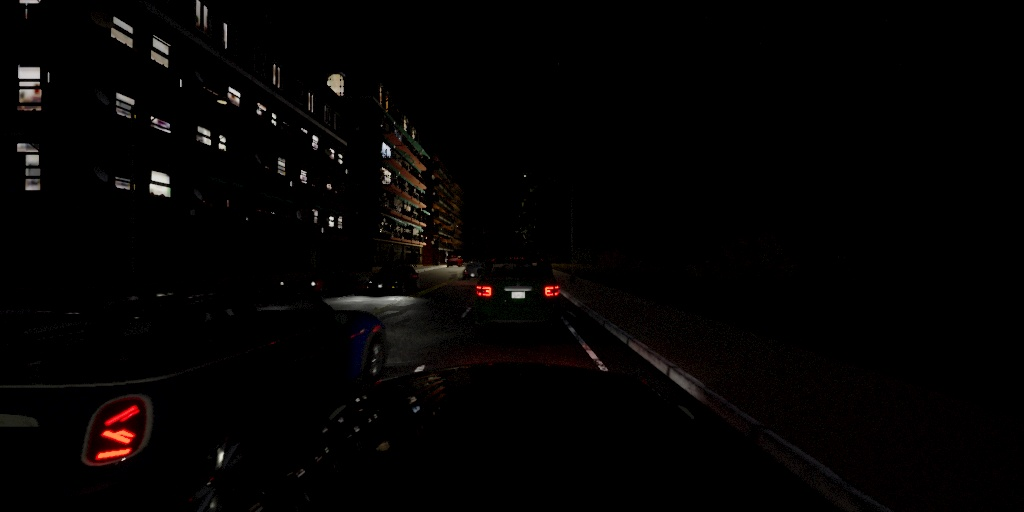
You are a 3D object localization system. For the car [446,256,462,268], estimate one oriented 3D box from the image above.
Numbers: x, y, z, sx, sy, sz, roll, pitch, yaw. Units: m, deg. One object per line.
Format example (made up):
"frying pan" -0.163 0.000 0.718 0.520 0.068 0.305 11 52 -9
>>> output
"car" -9.804 0.977 61.580 2.150 2.045 5.566 0 0 0

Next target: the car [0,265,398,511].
"car" -3.154 1.104 4.223 2.097 1.767 4.553 0 0 0

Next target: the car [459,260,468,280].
"car" -3.140 1.279 31.035 1.812 1.442 4.674 0 0 0

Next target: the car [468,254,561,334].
"car" 0.103 0.973 10.755 2.150 2.045 5.566 0 0 -1

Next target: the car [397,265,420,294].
"car" -6.598 1.258 20.350 1.837 1.490 4.892 0 0 0

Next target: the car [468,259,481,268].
"car" -6.550 1.258 62.926 1.837 1.490 4.892 0 0 0

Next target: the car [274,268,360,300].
"car" -9.847 1.353 18.615 1.895 1.301 4.718 0 0 0
